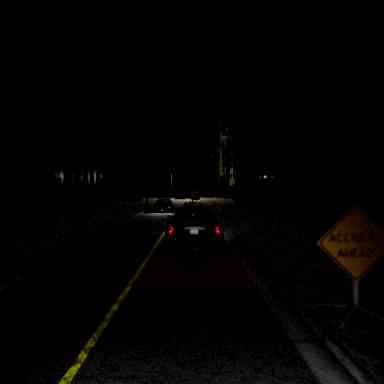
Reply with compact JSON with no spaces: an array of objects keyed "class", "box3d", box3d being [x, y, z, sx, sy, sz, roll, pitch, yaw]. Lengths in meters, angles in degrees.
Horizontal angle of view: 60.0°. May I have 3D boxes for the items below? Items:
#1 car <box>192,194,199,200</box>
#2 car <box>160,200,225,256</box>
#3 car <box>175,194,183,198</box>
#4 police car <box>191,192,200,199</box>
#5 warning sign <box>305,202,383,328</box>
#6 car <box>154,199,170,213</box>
[{"class":"car","box3d":[0.893,1.331,90.527,1.812,1.442,4.674,0,0,0]},{"class":"car","box3d":[0.085,1.353,13.242,2.097,1.767,4.553,0,0,0]},{"class":"car","box3d":[-3.006,1.114,79.377,1.812,1.442,4.674,0,0,0]},{"class":"police car","box3d":[0.893,1.248,80.636,1.930,1.638,5.238,0,0,0]},{"class":"warning sign","box3d":[2.713,1.119,5.532,1.300,1.860,1.060,0,0,0]},{"class":"car","box3d":[-3.102,1.492,37.046,2.033,1.411,5.357,0,0,0]}]
